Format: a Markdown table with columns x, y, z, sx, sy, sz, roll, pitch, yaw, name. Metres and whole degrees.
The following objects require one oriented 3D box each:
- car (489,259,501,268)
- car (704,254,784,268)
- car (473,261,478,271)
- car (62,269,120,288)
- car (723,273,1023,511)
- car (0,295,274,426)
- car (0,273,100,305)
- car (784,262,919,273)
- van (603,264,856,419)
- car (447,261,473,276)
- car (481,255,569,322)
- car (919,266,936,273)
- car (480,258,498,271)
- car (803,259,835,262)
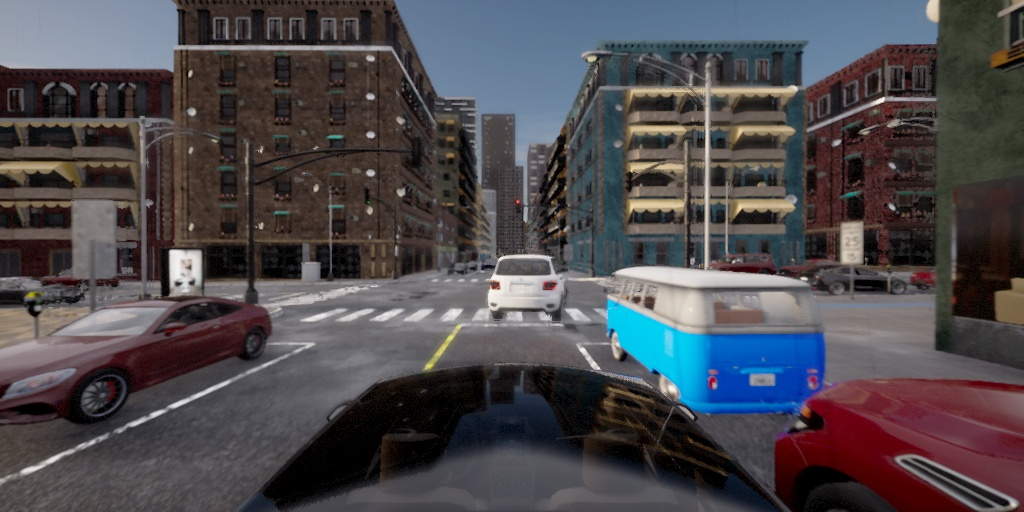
| x | y | z | sx | sy | sz | roll | pitch | yaw | name |
| --- | --- | --- | --- | --- | --- | --- | --- | --- | --- |
| -3.028 | 1.339 | 64.599 | 1.994 | 1.385 | 4.181 | 0 | 0 | 1 | car |
| 15.776 | 0.783 | 25.247 | 5.009 | 1.841 | 2.192 | 0 | 0 | 0 | car |
| -5.685 | 1.330 | 49.149 | 1.948 | 1.339 | 4.313 | 0 | 0 | 0 | car |
| -30.257 | 1.578 | 25.053 | 4.097 | 1.591 | 1.967 | 0 | 0 | 0 | car |
| 2.689 | 1.065 | 0.167 | 2.192 | 1.841 | 5.009 | 0 | 0 | 0 | car |
| -5.691 | 1.332 | 5.697 | 1.802 | 1.307 | 4.207 | 0 | 0 | 0 | car |
| -22.391 | 1.640 | 16.469 | 4.403 | 1.370 | 2.007 | 0 | 0 | 0 | car |
| 15.796 | 1.098 | 16.867 | 4.313 | 1.339 | 1.948 | 0 | 0 | 0 | car |
| 2.690 | 1.091 | 5.695 | 1.690 | 1.789 | 3.998 | 0 | 0 | 0 | van |
| -5.687 | 1.324 | 38.102 | 1.948 | 1.339 | 4.313 | 0 | 0 | 0 | car |
| 0.741 | 0.974 | 12.606 | 2.150 | 2.045 | 5.566 | 0 | 0 | 10 | car |
| 21.366 | 1.034 | 16.906 | 4.207 | 1.307 | 1.802 | 0 | 0 | 0 | car |
| -3.079 | 1.116 | 48.766 | 2.097 | 1.767 | 4.553 | 0 | 0 | 0 | car |
| 21.346 | 0.933 | 25.286 | 4.507 | 1.381 | 1.888 | 0 | 0 | 0 | car |
